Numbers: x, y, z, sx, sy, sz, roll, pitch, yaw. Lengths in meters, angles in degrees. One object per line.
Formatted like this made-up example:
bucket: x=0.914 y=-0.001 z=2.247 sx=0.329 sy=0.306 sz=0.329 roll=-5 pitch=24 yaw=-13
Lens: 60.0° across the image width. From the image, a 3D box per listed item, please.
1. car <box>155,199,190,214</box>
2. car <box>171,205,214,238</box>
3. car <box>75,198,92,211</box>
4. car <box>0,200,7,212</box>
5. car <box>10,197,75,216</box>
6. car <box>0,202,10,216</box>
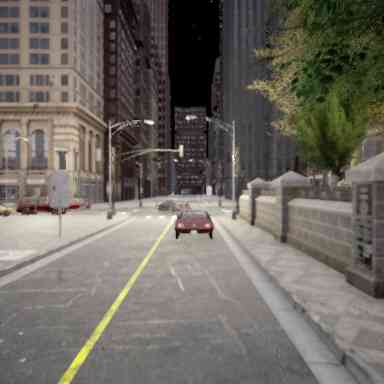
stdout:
car: x=-2.087 y=1.489 z=35.137 sx=2.033 sy=1.411 sz=5.357 roll=-1 pitch=0 yaw=-29
car: x=0.096 y=1.564 z=17.520 sx=1.895 sy=1.301 sz=4.718 roll=0 pitch=0 yaw=0
car: x=-14.872 y=1.530 z=41.852 sx=4.097 sy=1.590 sz=1.967 roll=-1 pitch=1 yaw=0
car: x=-25.950 y=1.804 z=41.886 sx=4.313 sy=1.339 sz=1.947 roll=-1 pitch=1 yaw=0
car: x=-14.888 y=1.447 z=33.325 sx=5.009 sy=1.841 sz=2.192 roll=-1 pitch=1 yaw=0
car: x=-20.256 y=1.730 z=33.343 sx=4.829 sy=1.417 sz=1.752 roll=-1 pitch=1 yaw=0
